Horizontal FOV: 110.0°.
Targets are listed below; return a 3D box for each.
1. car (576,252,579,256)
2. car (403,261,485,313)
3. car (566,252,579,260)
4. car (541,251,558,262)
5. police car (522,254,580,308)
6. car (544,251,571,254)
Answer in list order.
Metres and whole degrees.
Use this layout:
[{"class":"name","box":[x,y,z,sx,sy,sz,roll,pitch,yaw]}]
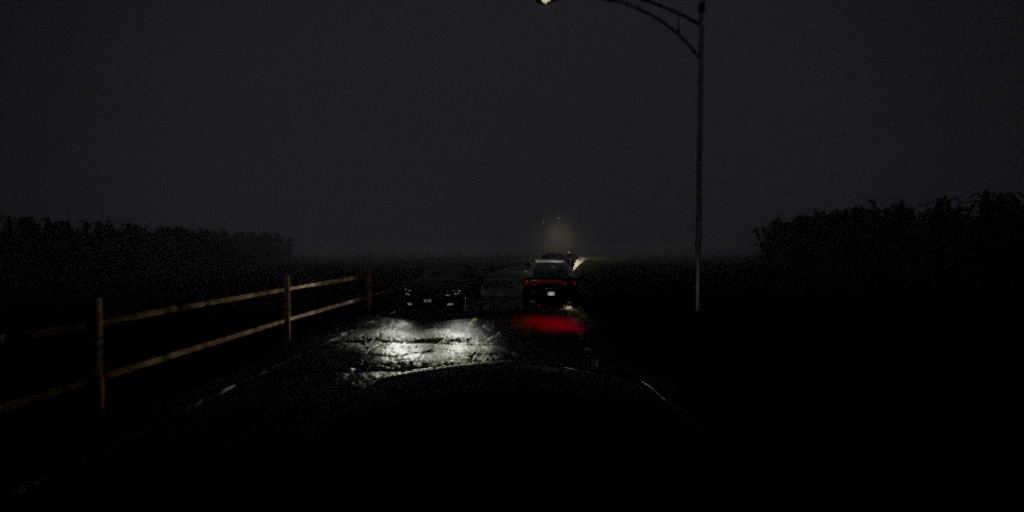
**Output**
[{"class":"car","box":[7.583,0.177,48.899,1.994,1.385,4.181,0,1,15]},{"class":"car","box":[-2.211,0.962,12.801,1.882,1.535,5.008,0,1,5]},{"class":"car","box":[9.973,-0.031,58.955,1.895,1.301,4.718,0,1,13]},{"class":"car","box":[5.547,0.048,52.486,1.812,1.442,4.674,0,1,14]},{"class":"police car","box":[1.447,0.895,13.677,1.930,1.638,5.238,0,1,5]},{"class":"car","box":[2.691,0.588,23.300,2.097,1.767,4.553,0,1,9]}]
